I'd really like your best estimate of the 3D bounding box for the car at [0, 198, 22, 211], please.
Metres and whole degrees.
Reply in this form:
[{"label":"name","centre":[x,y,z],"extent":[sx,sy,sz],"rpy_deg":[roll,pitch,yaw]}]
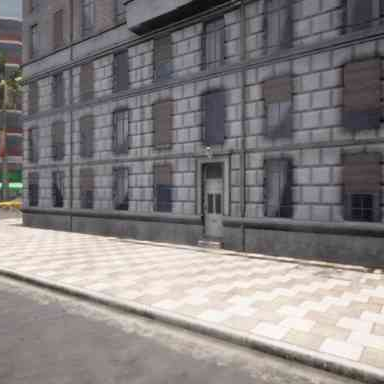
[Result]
[{"label":"car","centre":[-21.269,1.477,41.320],"extent":[1.882,1.535,5.008],"rpy_deg":[0,0,36]}]
